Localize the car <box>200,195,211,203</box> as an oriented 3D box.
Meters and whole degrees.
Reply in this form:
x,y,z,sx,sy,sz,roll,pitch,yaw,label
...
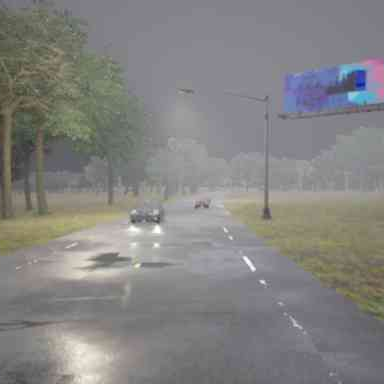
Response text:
x,y,z,sx,sy,sz,roll,pitch,yaw,label
2.599,1.385,63.509,1.994,1.385,4.181,0,1,4,car

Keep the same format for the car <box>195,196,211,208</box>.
x,y,z,sx,sy,sz,roll,pitch,yaw,label
1.435,1.554,46.162,1.895,1.301,4.718,0,0,3,car

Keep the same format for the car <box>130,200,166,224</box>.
x,y,z,sx,sy,sz,roll,pitch,yaw,label
-3.187,1.379,24.745,2.097,1.767,4.553,0,0,2,car
